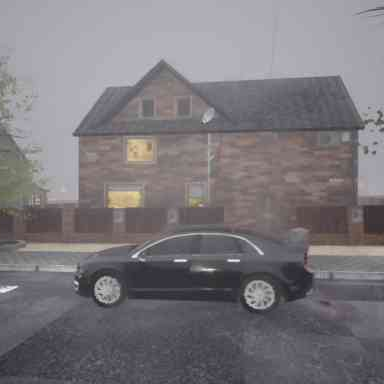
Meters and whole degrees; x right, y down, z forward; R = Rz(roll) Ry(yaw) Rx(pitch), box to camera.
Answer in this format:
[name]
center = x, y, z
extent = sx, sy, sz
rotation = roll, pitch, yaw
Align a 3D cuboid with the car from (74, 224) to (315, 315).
[car]
center = -0.018, 1.473, 7.013
extent = 4.892, 1.490, 1.837
rotation = -1, 0, 9
